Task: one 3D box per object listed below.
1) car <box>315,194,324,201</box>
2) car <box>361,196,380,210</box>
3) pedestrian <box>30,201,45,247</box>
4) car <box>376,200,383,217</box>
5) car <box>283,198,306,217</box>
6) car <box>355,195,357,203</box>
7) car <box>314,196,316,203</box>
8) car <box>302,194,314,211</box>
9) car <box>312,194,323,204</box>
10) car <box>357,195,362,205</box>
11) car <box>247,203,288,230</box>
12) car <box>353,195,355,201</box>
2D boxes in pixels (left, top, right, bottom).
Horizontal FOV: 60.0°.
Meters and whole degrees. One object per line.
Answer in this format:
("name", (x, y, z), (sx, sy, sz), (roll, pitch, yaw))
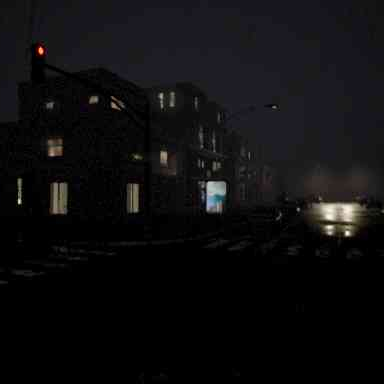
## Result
("car", (31.241, 1.416, 81.535), (1.967, 1.590, 4.097), (0, 0, 24))
("car", (23.399, 1.532, 42.755), (2.008, 1.369, 4.403), (0, 0, 24))
("pedestrian", (-6.198, 1.262, 13.288), (0.375, 1.860, 0.375), (0, -1, 25))
("car", (16.750, 1.568, 27.581), (1.802, 1.307, 4.206), (0, 0, 24))
("car", (9.080, 1.535, 30.957), (2.008, 1.369, 4.403), (0, 0, 24))
("car", (30.047, 1.529, 57.929), (2.008, 1.369, 4.403), (0, 0, 24))
("car", (15.660, 1.504, 45.975), (1.752, 1.417, 4.829), (0, 0, 24))
("car", (13.512, 1.421, 41.073), (1.967, 1.590, 4.097), (0, 0, 24))
("car", (22.378, 1.291, 61.304), (2.192, 1.841, 5.009), (0, 0, 24))
("car", (27.831, 1.419, 52.870), (1.967, 1.590, 4.097), (0, 0, 24))
("car", (4.648, 1.571, 20.842), (1.802, 1.307, 4.206), (0, 0, 24))
("car", (34.479, 1.559, 68.043), (1.802, 1.307, 4.206), (0, 0, 24))
